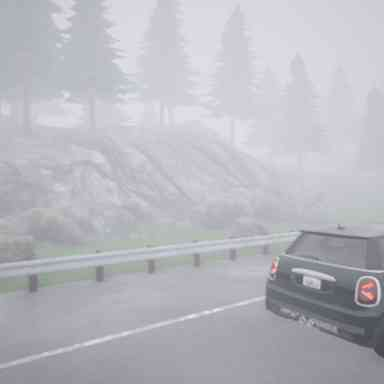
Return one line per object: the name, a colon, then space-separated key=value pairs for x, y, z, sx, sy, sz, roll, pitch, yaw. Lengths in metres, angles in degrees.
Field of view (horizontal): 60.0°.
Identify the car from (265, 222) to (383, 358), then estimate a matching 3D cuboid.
car: x=3.510 y=1.343 z=6.089 sx=4.553 sy=1.767 sz=2.097 roll=0 pitch=0 yaw=-35
